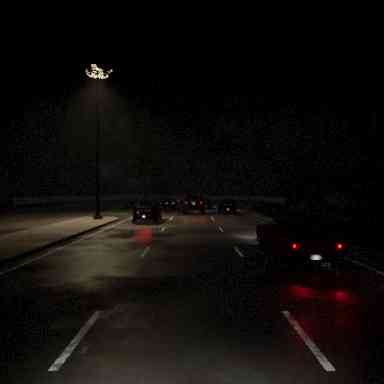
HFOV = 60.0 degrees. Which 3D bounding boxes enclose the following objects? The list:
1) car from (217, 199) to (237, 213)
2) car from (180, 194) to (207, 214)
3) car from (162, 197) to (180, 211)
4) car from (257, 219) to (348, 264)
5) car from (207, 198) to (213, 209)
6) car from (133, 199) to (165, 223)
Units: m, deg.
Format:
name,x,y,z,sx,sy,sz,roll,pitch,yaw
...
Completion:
name,x,y,z,sx,sy,sz,roll,pitch,yaw
car,3.834,1.503,36.420,1.837,1.490,4.892,0,0,3
car,0.275,1.221,34.770,2.150,2.045,5.566,0,0,2
car,-2.668,1.352,40.895,2.097,1.767,4.553,0,0,7
car,3.599,1.601,11.858,1.895,1.301,4.718,0,0,0
car,1.614,1.492,44.549,2.128,1.511,4.902,0,0,12
car,-3.398,1.503,25.884,1.837,1.490,4.892,0,0,0
